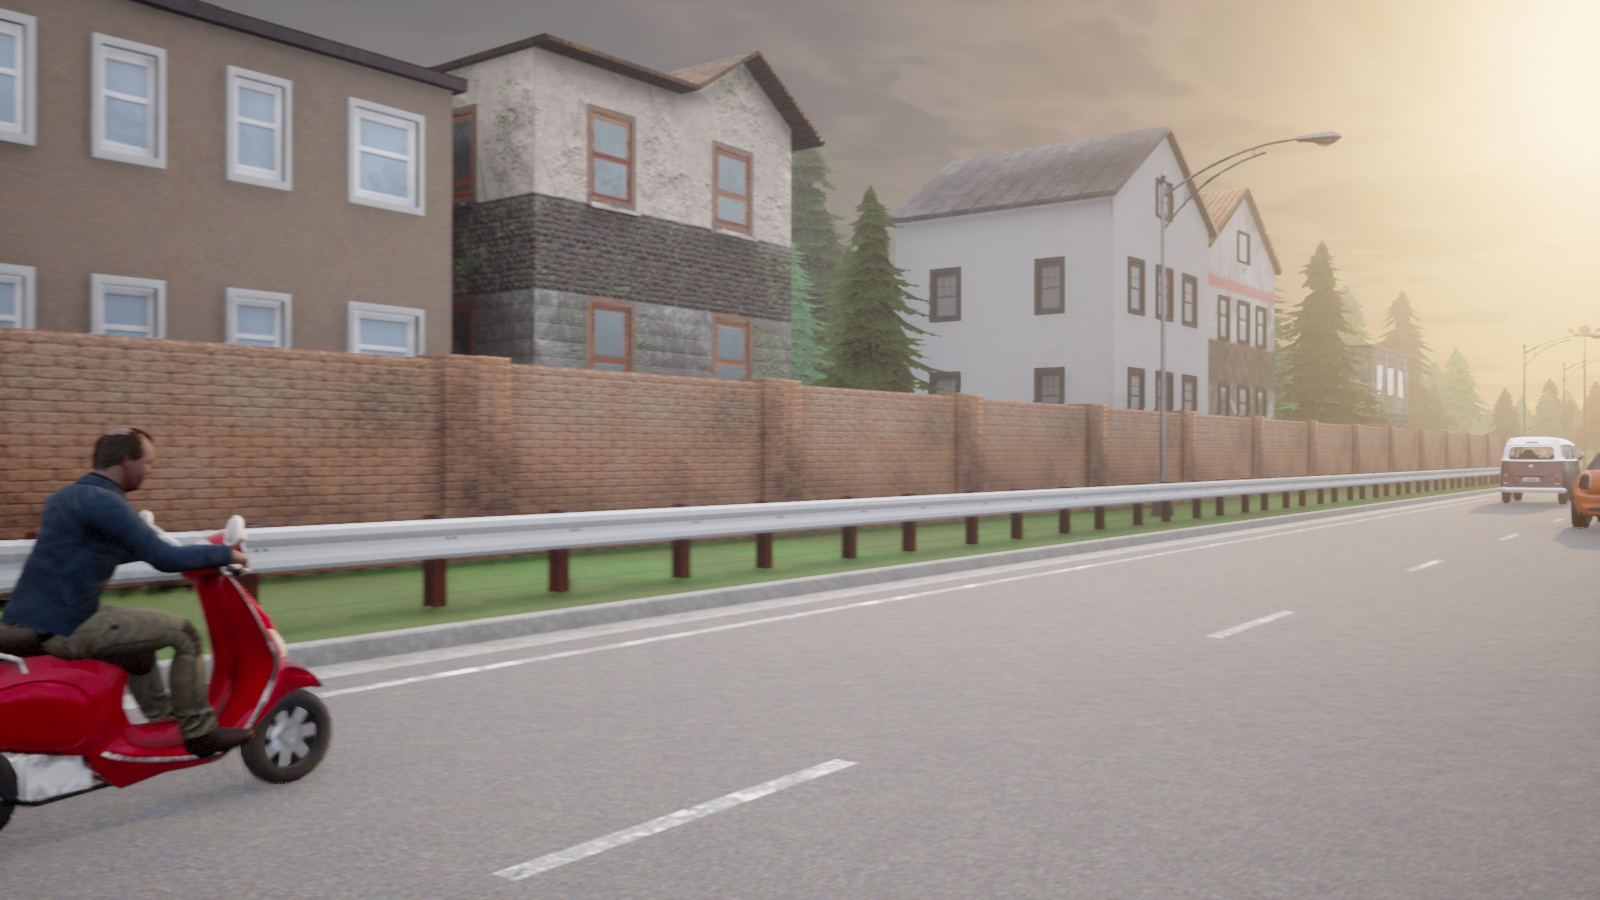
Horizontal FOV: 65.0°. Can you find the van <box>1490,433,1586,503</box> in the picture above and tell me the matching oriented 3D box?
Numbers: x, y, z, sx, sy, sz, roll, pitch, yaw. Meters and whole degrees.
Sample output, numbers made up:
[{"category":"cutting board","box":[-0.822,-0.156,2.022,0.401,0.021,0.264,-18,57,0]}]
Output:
[{"category":"van","box":[23.070,0.516,39.162,2.069,2.038,4.480,0,0,37]}]

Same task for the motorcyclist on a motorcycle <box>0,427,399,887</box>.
[{"category":"motorcyclist on a motorcycle","box":[-2.692,0.716,5.160,0.866,1.590,1.817,0,0,37]}]

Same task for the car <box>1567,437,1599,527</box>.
[{"category":"car","box":[17.528,0.629,26.067,2.097,1.767,4.553,0,0,40]}]
